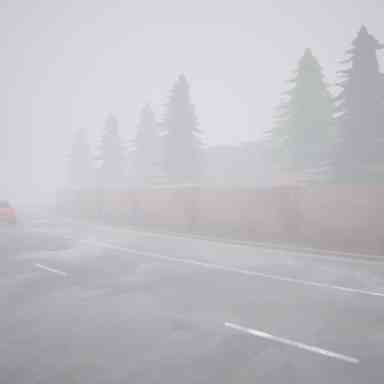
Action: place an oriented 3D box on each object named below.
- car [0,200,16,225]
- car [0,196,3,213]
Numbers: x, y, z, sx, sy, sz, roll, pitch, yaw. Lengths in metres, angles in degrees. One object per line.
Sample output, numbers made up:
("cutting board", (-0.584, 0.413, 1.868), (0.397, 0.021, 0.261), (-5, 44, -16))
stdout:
("car", (-13.799, 1.339, 23.168), (2.097, 1.767, 4.553), (0, 0, -38))
("car", (-22.481, 1.328, 37.159), (2.097, 1.767, 4.553), (0, 0, -27))
